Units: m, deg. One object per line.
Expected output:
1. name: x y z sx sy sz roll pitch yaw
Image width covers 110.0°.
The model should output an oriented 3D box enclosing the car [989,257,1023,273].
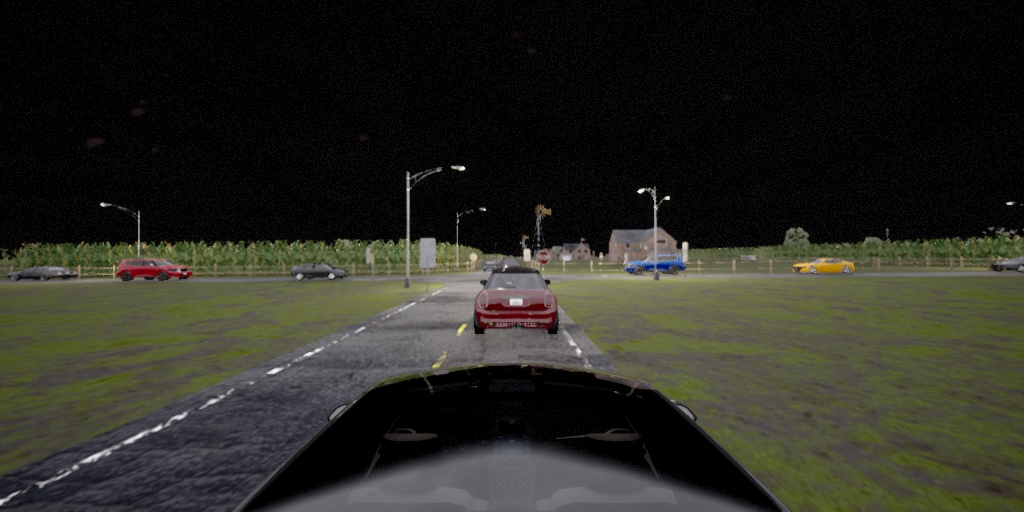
1. car: 48.834 0.841 34.192 4.892 1.490 1.837 0 0 1

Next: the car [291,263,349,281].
1. car: -17.314 1.411 32.490 4.892 1.490 1.837 0 0 1

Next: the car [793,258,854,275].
1. car: 29.979 0.973 34.609 5.008 1.535 1.882 0 0 1

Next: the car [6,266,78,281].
1. car: -46.948 1.741 35.893 5.357 1.411 2.033 -1 0 1

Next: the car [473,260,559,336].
1. car: 0.101 1.106 10.603 2.097 1.767 4.553 0 0 0

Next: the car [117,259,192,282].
1. car: -32.599 1.270 32.753 5.566 2.045 2.150 0 0 1

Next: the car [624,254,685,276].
1. car: 13.818 0.861 34.898 5.566 2.045 2.150 -1 0 1
